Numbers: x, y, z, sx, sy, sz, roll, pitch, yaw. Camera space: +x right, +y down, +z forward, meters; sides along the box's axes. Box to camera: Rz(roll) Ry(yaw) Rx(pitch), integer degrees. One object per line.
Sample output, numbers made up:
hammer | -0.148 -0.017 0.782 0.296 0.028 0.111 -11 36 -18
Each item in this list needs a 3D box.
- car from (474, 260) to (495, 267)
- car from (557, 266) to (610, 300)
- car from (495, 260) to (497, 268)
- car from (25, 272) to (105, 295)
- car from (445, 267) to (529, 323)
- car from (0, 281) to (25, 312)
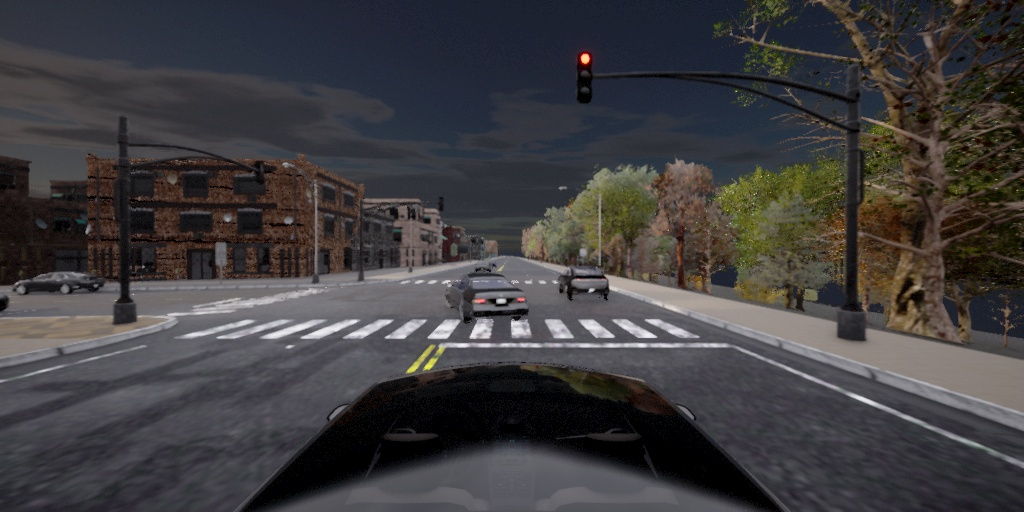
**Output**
car | -3.397 1.219 42.925 1.837 1.490 4.892 0 0 0
car | 3.343 1.227 17.446 2.128 1.511 4.902 0 0 0
car | -3.413 1.303 58.661 1.895 1.301 4.718 0 0 0
car | -28.326 1.656 22.498 4.403 1.370 2.007 0 0 -1
car | -1.067 1.288 12.290 2.033 1.411 5.357 0 0 -18
car | -22.618 1.677 13.977 4.313 1.339 1.948 0 0 -1
